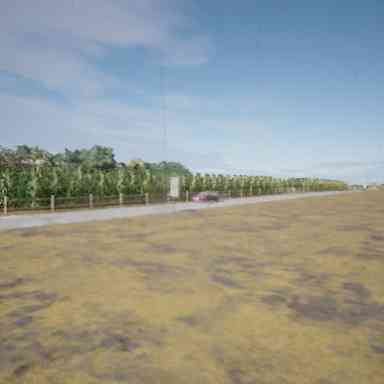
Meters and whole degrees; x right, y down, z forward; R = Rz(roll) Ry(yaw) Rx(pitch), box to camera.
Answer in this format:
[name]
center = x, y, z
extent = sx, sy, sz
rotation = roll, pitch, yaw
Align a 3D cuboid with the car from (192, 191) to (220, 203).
[car]
center = 1.846, 0.621, 42.414
extent = 1.812, 1.442, 4.674
rotation = 2, 2, 36
